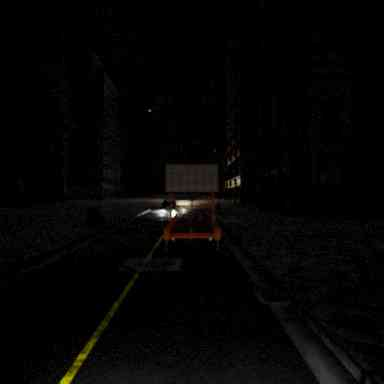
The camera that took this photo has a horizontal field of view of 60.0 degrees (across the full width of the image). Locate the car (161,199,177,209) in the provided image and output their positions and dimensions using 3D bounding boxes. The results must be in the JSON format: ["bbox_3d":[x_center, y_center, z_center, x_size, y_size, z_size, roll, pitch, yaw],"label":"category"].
[{"bbox_3d":[-3.080,1.607,44.674,1.895,1.301,4.718,0,0,0],"label":"car"}]

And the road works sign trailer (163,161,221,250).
[{"bbox_3d":[0.003,0.470,14.319,2.380,3.560,2.880,0,0,0],"label":"road works sign trailer"}]
